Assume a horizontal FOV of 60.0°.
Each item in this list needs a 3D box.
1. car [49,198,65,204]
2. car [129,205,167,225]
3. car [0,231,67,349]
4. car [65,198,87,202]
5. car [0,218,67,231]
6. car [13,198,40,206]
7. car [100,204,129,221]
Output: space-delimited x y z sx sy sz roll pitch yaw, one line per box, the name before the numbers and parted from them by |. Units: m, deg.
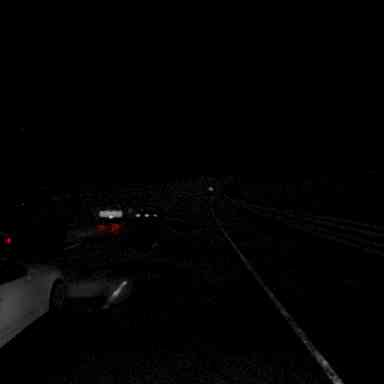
car | -19.963 1.617 50.525 1.812 1.442 4.674 0 0 3
car | -3.109 1.694 25.725 2.033 1.411 5.357 0 0 1
car | -3.382 1.565 4.647 1.812 1.442 4.674 0 0 0
car | -16.528 1.665 49.115 1.994 1.385 4.181 0 0 3
car | -6.812 1.698 13.560 1.895 1.301 4.718 0 0 1
car | -23.603 1.594 47.556 1.837 1.490 4.892 0 0 3
car | -6.526 1.747 29.209 1.895 1.301 4.718 0 0 1
